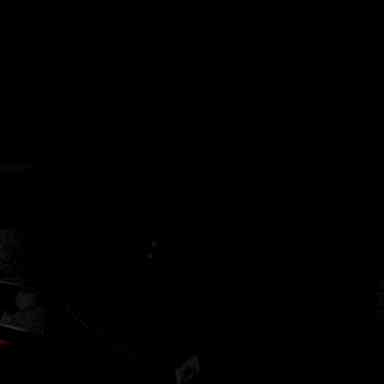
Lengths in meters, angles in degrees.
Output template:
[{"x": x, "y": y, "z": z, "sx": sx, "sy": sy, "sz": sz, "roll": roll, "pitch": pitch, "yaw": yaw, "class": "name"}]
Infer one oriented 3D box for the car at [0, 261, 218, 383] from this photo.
[{"x": -1.726, "y": 1.545, "z": 4.051, "sx": 4.313, "sy": 1.339, "sz": 1.947, "roll": 0, "pitch": 0, "yaw": 36, "class": "car"}]
